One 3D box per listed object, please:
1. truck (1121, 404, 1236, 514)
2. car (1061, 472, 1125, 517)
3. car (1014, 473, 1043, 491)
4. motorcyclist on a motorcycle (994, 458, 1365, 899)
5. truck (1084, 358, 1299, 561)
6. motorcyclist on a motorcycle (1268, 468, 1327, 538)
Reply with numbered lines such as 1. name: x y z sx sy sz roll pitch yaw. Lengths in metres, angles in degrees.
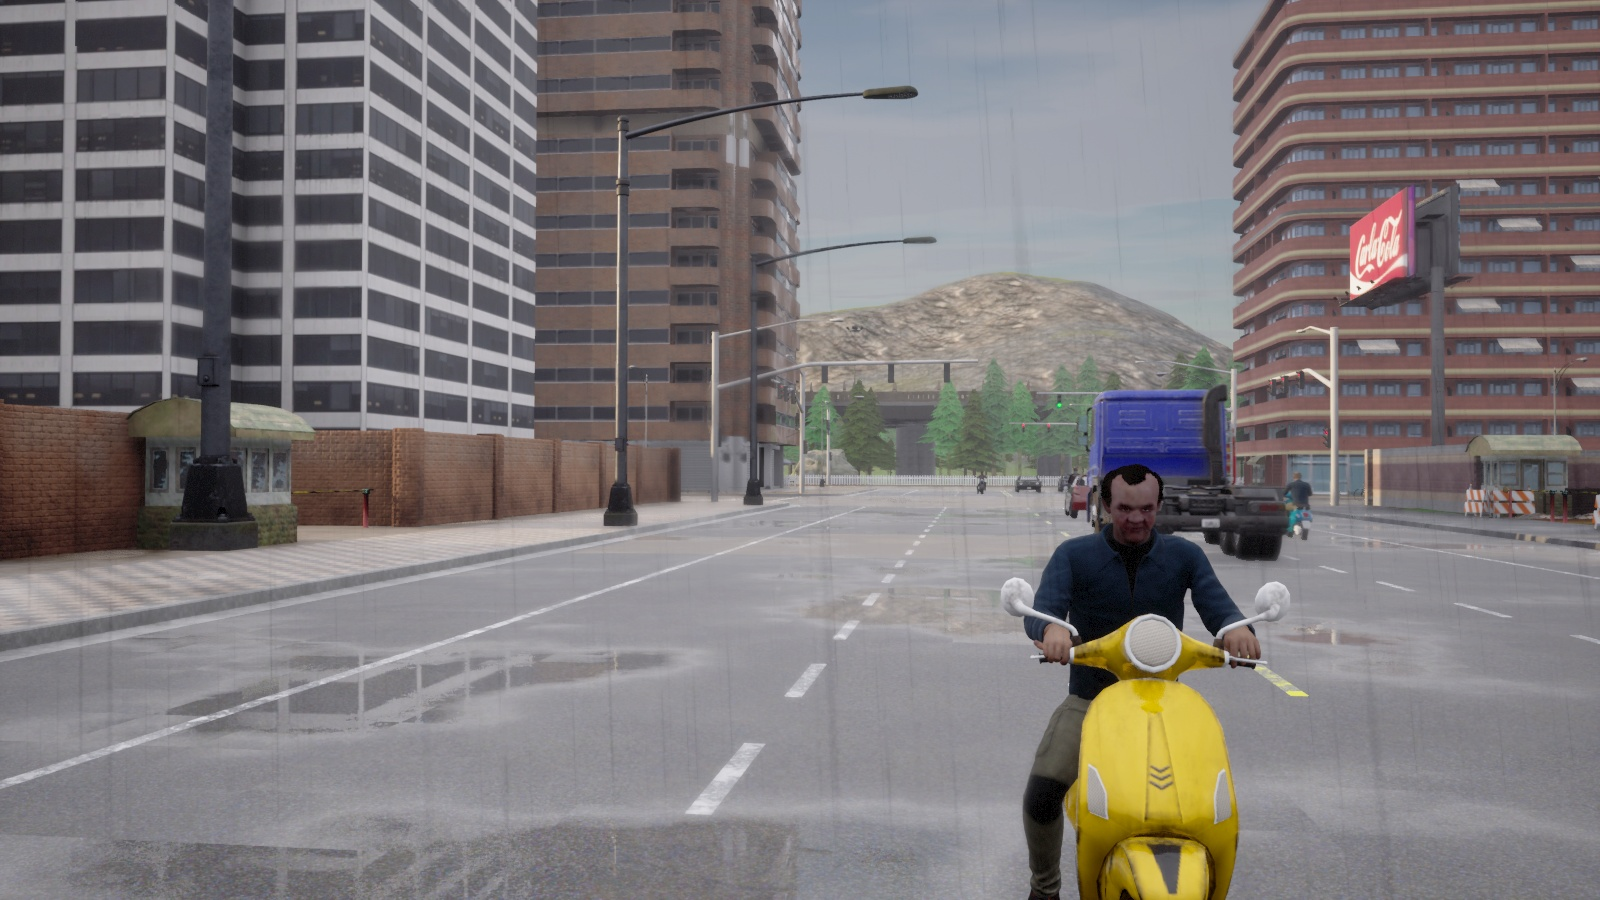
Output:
1. truck: 14.255 0.396 47.961 2.891 3.827 8.468 0 -1 8
2. car: 10.111 1.518 43.524 1.845 1.501 3.633 0 -1 8
3. car: 17.337 2.444 95.418 1.895 1.301 4.718 0 -1 8
4. motorcyclist on a motorcycle: 1.080 0.831 4.042 0.866 1.590 1.817 0 -1 8
5. truck: 7.597 0.230 25.514 2.891 3.462 7.936 0 -1 8
6. motorcyclist on a motorcycle: 11.703 1.217 29.581 0.866 1.590 1.817 0 -1 8
